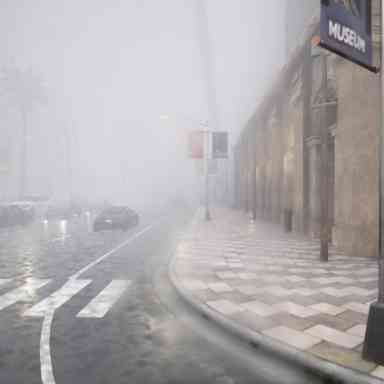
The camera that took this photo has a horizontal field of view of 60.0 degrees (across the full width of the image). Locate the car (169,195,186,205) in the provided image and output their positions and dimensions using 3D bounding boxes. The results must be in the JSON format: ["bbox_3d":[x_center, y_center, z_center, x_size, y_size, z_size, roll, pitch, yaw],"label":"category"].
[{"bbox_3d":[-2.471,1.337,57.060,2.097,1.767,4.553,1,0,12],"label":"car"}]

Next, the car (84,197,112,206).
[{"bbox_3d":[-10.823,1.523,39.477,1.812,1.442,4.674,0,0,3],"label":"car"}]

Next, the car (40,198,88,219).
[{"bbox_3d":[-11.267,1.524,29.597,1.812,1.442,4.674,0,0,3],"label":"car"}]

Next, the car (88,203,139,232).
[{"bbox_3d":[-4.517,1.571,20.317,1.994,1.385,4.181,0,0,2],"label":"car"}]

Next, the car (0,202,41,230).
[{"bbox_3d":[-11.627,1.546,20.176,2.033,1.411,5.357,0,0,2],"label":"car"}]

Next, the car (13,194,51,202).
[{"bbox_3d":[-14.737,1.219,30.485,2.150,2.045,5.566,0,0,2],"label":"car"}]
